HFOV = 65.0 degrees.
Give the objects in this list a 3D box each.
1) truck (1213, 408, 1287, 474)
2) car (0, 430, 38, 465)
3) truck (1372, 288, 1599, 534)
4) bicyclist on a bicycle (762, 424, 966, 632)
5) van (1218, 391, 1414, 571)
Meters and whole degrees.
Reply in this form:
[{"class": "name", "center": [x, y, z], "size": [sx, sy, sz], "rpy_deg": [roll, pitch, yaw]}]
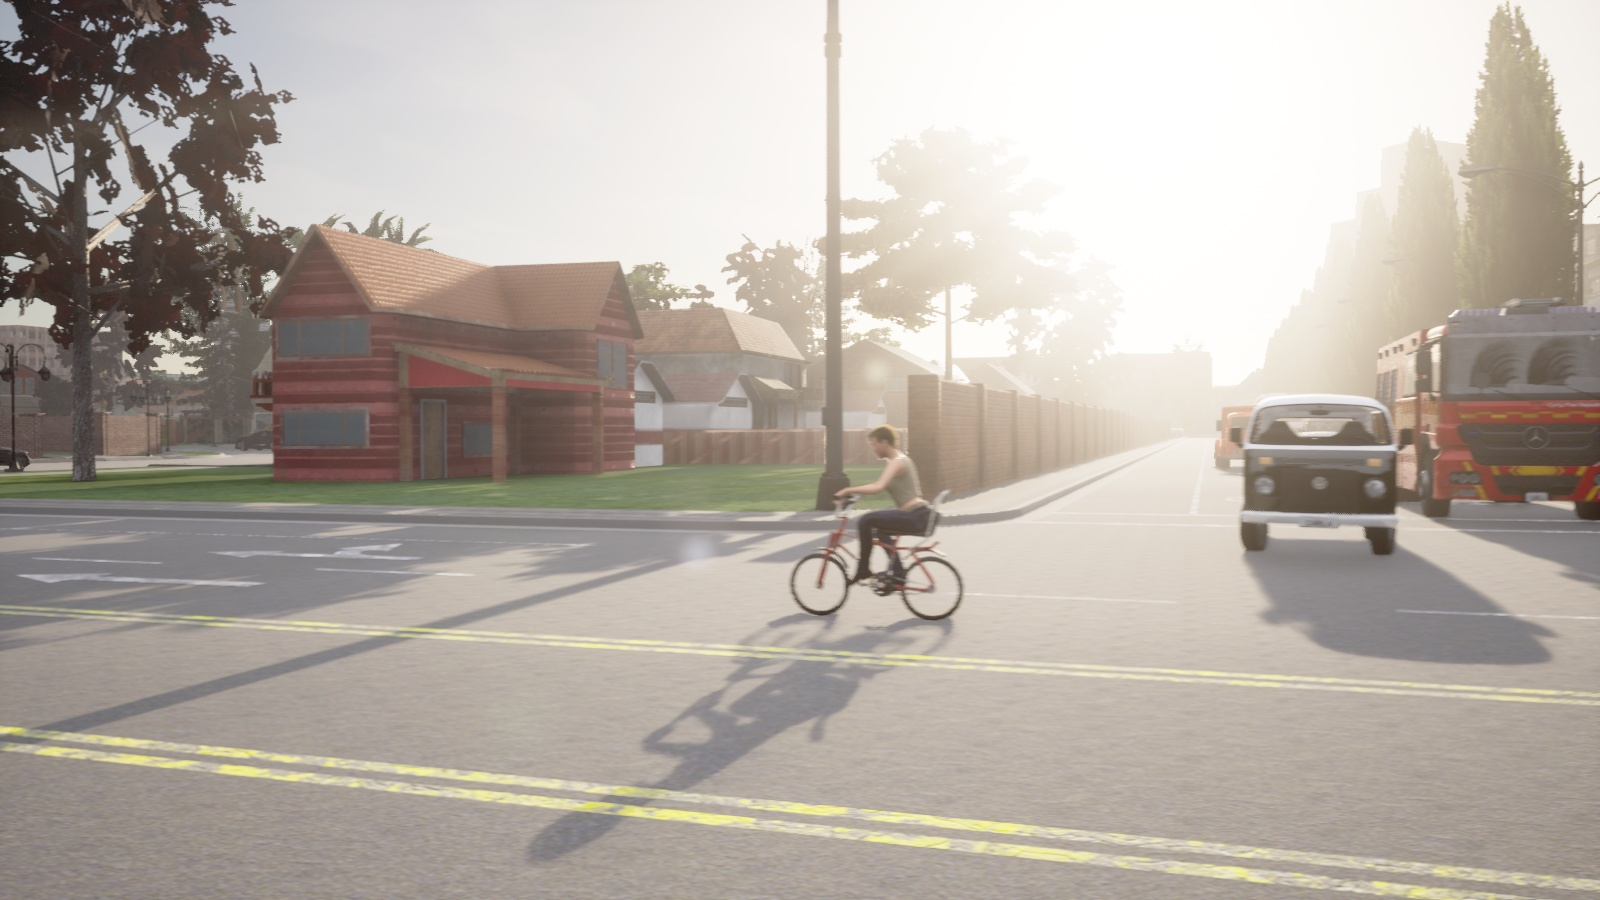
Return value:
[{"class": "truck", "center": [17.814, -0.394, 49.971], "size": [2.627, 2.467, 5.204], "rpy_deg": [1, 1, 18]}, {"class": "car", "center": [-33.639, -0.089, 50.872], "size": [1.812, 1.442, 4.674], "rpy_deg": [0, 1, 17]}, {"class": "truck", "center": [12.970, -0.671, 23.826], "size": [2.891, 3.827, 8.468], "rpy_deg": [1, 1, 18]}, {"class": "bicyclist on a bicycle", "center": [0.542, 0.598, 10.407], "size": [1.509, 1.612, 0.866], "rpy_deg": [0, 1, 18]}, {"class": "van", "center": [6.821, 0.308, 16.719], "size": [2.069, 2.038, 4.480], "rpy_deg": [1, 1, 22]}]
